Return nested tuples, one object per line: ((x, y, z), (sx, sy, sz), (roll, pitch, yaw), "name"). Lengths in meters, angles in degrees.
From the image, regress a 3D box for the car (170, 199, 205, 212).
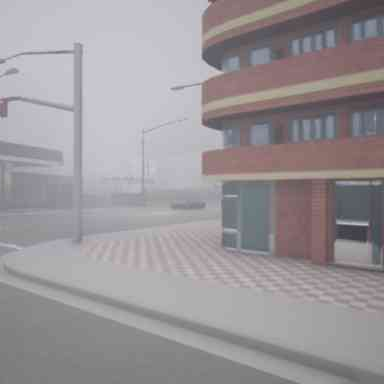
((-0.481, 1.521, 38.763), (1.895, 1.301, 4.718), (0, 0, 35), "car")
